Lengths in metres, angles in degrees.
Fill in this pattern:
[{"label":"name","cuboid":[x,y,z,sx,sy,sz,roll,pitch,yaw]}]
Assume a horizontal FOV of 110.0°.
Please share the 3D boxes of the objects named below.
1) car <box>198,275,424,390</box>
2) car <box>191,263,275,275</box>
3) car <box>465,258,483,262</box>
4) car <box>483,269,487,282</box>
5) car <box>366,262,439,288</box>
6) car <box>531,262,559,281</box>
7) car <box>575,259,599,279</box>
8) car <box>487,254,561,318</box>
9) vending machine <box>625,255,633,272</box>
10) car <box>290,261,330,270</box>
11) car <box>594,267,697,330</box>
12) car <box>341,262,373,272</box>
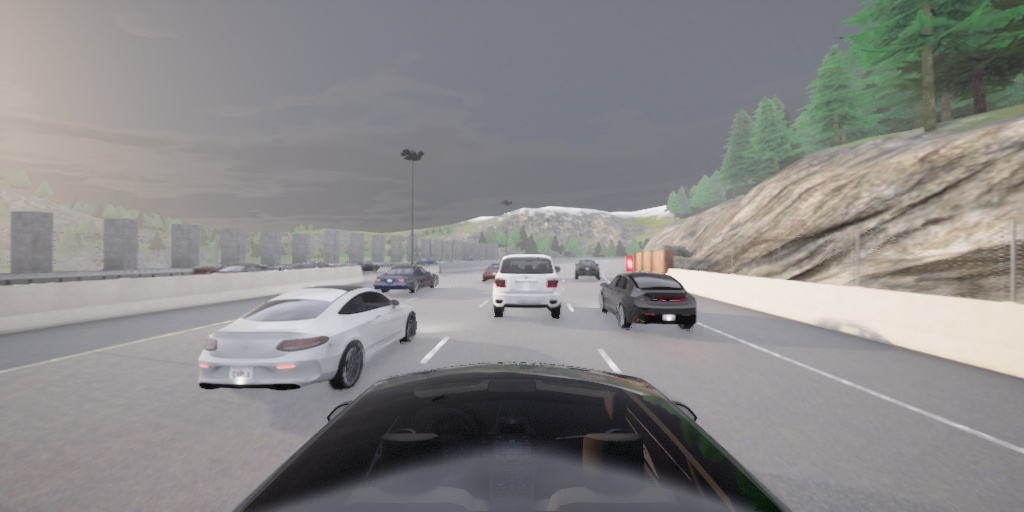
[{"label":"car","cuboid":[-3.247,1.263,6.684,1.812,1.442,4.674,0,0,2]},{"label":"car","cuboid":[-16.362,1.217,21.645,1.812,1.442,4.674,0,0,7]},{"label":"car","cuboid":[-6.209,1.237,65.081,1.994,1.385,4.181,0,0,18]},{"label":"car","cuboid":[-1.010,1.286,28.772,1.994,1.385,4.181,0,0,9]},{"label":"car","cuboid":[-5.774,1.266,20.216,2.033,1.411,5.357,0,0,6]},{"label":"car","cuboid":[2.921,1.294,30.943,1.994,1.385,4.181,0,0,10]},{"label":"car","cuboid":[6.755,1.090,32.357,2.097,1.767,4.553,0,0,11]},{"label":"car","cuboid":[0.611,0.962,13.233,2.150,2.045,5.566,0,0,4]},{"label":"vending machine","cuboid":[15.144,0.941,46.284,1.100,2.100,0.880,0,0,17]},{"label":"car","cuboid":[-20.967,1.228,37.428,1.994,1.385,4.181,0,0,12]},{"label":"car","cuboid":[3.995,1.256,11.205,1.837,1.490,4.892,0,0,3]},{"label":"car","cuboid":[-16.903,1.273,39.962,1.895,1.301,4.718,0,0,12]}]
